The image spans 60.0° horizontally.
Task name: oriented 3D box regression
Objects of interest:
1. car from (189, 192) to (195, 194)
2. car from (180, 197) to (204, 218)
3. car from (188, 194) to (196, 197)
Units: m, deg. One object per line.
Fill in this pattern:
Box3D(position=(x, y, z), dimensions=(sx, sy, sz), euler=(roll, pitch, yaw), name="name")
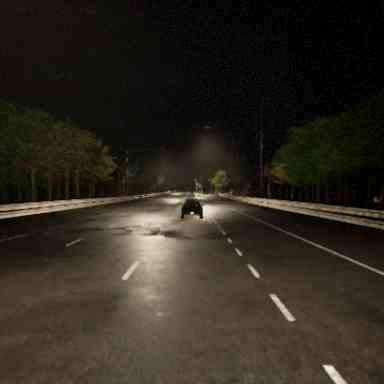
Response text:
Box3D(position=(0.006, 1.303, 81.000), dimensions=(2.033, 1.411, 5.357), euler=(0, 0, 0), name="car")
Box3D(position=(0.003, 1.486, 29.853), dimensions=(1.837, 1.490, 4.892), euler=(0, 0, 0), name="car")
Box3D(position=(0.002, 1.437, 50.988), dimensions=(2.128, 1.511, 4.902), euler=(0, 0, 0), name="car")
